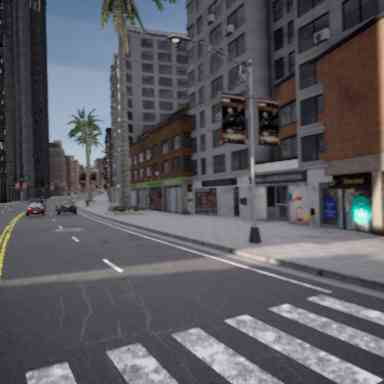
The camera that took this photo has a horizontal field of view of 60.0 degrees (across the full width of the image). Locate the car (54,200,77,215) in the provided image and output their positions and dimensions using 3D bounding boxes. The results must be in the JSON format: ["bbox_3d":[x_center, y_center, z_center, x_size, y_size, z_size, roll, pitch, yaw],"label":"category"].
[{"bbox_3d":[-14.880,1.711,39.456,2.097,1.767,4.553,-1,0,-23],"label":"car"}]

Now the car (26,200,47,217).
[{"bbox_3d":[-17.691,1.956,37.787,1.812,1.442,4.674,-1,0,-23],"label":"car"}]

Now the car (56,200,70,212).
[{"bbox_3d":[-18.851,1.937,48.485,1.837,1.490,4.892,-1,0,-22],"label":"car"}]

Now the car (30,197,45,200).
[{"bbox_3d":[-21.700,1.726,46.856,2.150,2.045,5.566,-1,0,-22],"label":"car"}]
